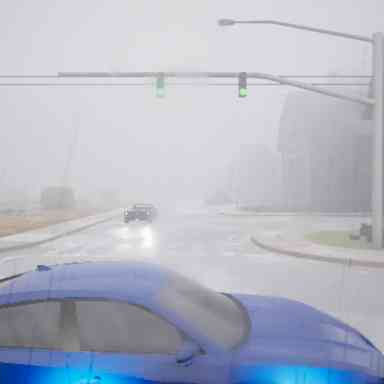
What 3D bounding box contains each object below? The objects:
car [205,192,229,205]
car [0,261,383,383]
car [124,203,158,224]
[{"bbox_3d":[3.988,0.961,52.909,1.905,1.878,3.866,-8,4,-42],"label":"car"},{"bbox_3d":[-0.697,1.513,3.388,5.008,1.535,1.882,0,0,1],"label":"car"},{"bbox_3d":[-3.660,1.508,24.300,1.895,1.301,4.718,0,0,0],"label":"car"}]
